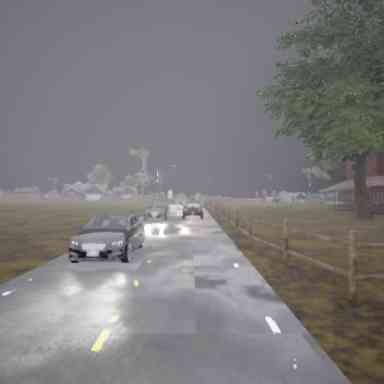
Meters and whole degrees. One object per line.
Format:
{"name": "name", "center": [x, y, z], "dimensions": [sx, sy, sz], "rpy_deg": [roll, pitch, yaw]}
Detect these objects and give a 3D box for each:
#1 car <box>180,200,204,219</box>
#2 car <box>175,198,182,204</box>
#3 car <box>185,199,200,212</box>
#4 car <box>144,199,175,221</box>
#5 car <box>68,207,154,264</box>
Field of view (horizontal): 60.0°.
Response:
{"name": "car", "center": [0.076, 1.604, 30.045], "dimensions": [1.812, 1.442, 4.674], "rpy_deg": [0, 0, 0]}
{"name": "car", "center": [-2.815, 1.924, 66.775], "dimensions": [1.837, 1.490, 4.892], "rpy_deg": [0, 0, 0]}
{"name": "car", "center": [0.056, 1.674, 42.057], "dimensions": [1.812, 1.442, 4.674], "rpy_deg": [0, 0, 0]}
{"name": "car", "center": [-2.875, 1.561, 28.014], "dimensions": [2.128, 1.511, 4.902], "rpy_deg": [0, 0, 0]}
{"name": "car", "center": [-2.851, 1.514, 12.023], "dimensions": [2.128, 1.511, 4.902], "rpy_deg": [0, 0, 0]}
